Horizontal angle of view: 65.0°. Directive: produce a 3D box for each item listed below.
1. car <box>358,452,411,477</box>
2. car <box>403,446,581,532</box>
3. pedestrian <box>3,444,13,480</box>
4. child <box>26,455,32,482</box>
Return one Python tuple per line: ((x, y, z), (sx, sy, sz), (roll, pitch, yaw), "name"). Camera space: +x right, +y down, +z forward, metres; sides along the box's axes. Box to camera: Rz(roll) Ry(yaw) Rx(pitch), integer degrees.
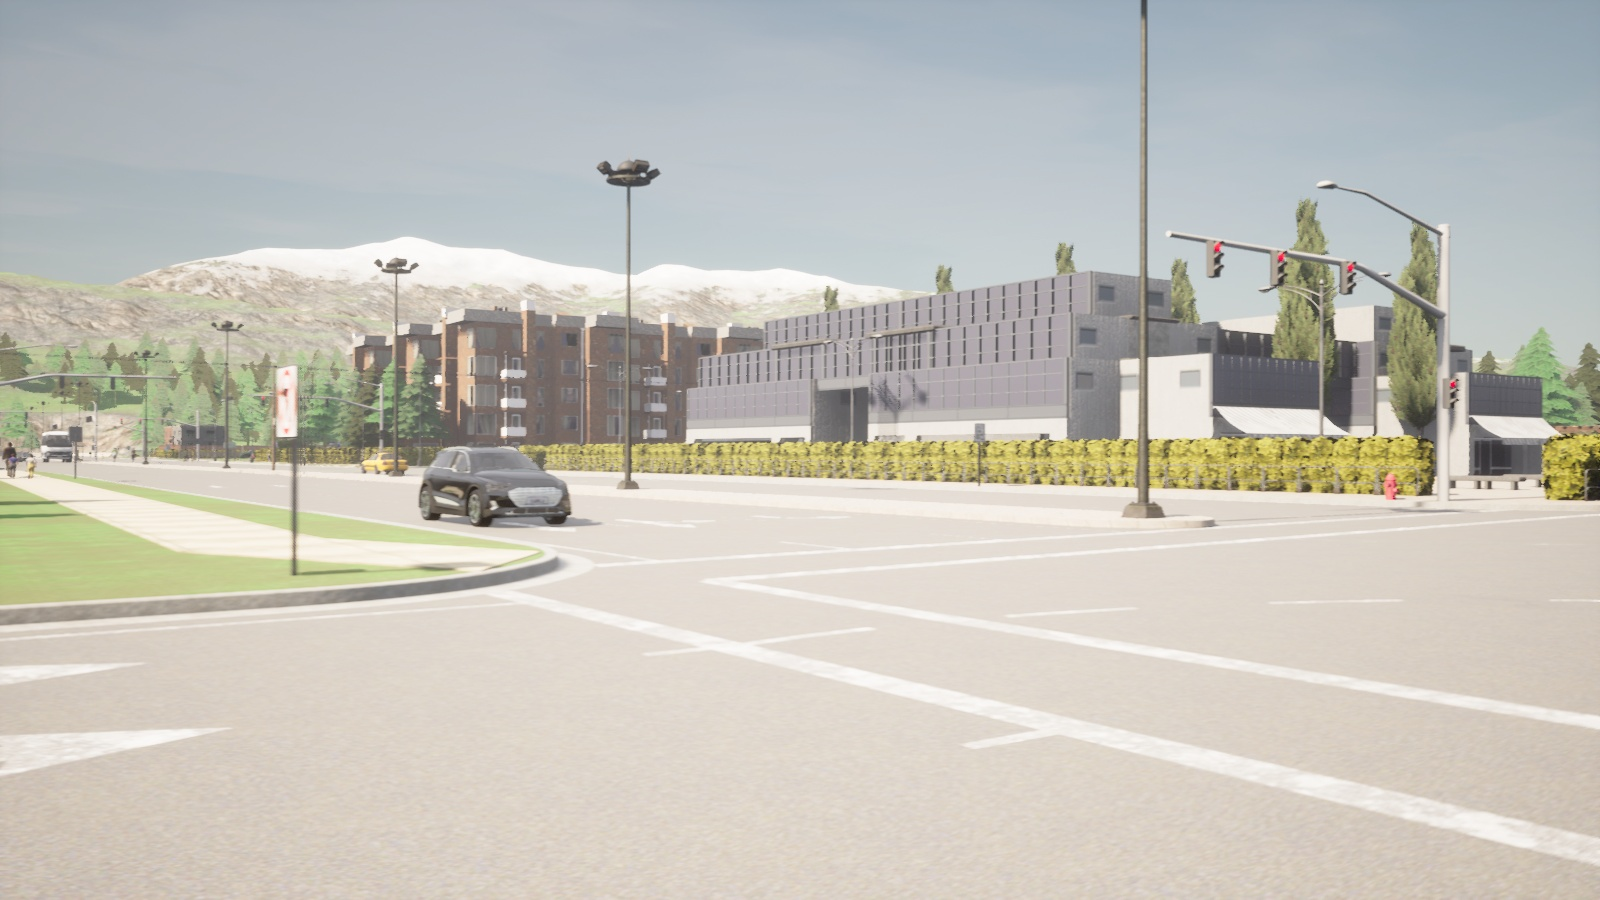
((-27.003, 0.940, 81.451), (1.801, 1.575, 5.366), (0, 0, -35), "car")
((-6.653, 0.754, 26.727), (2.033, 1.649, 4.856), (0, 0, -36), "car")
((-40.680, 0.628, 64.512), (0.431, 1.840, 0.703), (0, 0, -35), "pedestrian")
((-36.988, 0.889, 60.240), (0.270, 1.263, 0.437), (0, 0, -32), "child")
